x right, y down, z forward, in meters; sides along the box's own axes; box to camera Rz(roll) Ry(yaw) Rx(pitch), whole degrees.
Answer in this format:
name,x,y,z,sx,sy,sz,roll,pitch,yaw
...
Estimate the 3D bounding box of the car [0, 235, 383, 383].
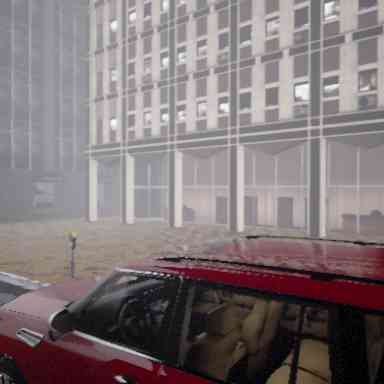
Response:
name,x,y,z,sx,sy,sz,roll,pitch,yaw
car,0.276,1.312,2.677,5.009,1.841,2.192,0,0,35
